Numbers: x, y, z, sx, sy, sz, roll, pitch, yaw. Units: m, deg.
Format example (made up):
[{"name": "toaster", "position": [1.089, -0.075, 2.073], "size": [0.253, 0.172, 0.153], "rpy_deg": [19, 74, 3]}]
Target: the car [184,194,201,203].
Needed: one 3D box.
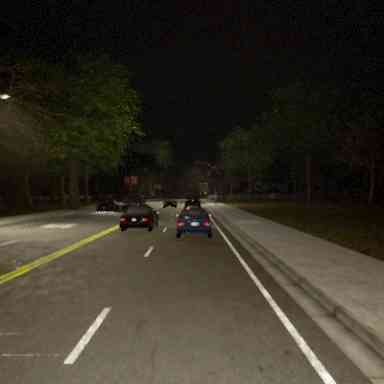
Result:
[{"name": "car", "position": [0.117, 1.281, 47.089], "size": [2.150, 2.045, 5.566], "rpy_deg": [0, 0, 0]}]

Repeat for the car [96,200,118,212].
[{"name": "car", "position": [-9.822, 1.605, 39.133], "size": [1.994, 1.385, 4.181], "rpy_deg": [0, 0, 0]}]

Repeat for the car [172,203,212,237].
[{"name": "car", "position": [0.104, 1.556, 18.100], "size": [2.033, 1.411, 5.357], "rpy_deg": [0, 0, 0]}]

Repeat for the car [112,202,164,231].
[{"name": "car", "position": [-3.144, 1.559, 20.547], "size": [2.033, 1.411, 5.357], "rpy_deg": [0, 0, 0]}]

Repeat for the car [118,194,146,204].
[{"name": "car", "position": [-6.578, 1.258, 38.163], "size": [2.150, 2.045, 5.566], "rpy_deg": [0, 0, 0]}]

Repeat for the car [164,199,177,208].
[{"name": "car", "position": [-3.133, 1.670, 49.298], "size": [1.895, 1.301, 4.718], "rpy_deg": [0, 0, 0]}]
